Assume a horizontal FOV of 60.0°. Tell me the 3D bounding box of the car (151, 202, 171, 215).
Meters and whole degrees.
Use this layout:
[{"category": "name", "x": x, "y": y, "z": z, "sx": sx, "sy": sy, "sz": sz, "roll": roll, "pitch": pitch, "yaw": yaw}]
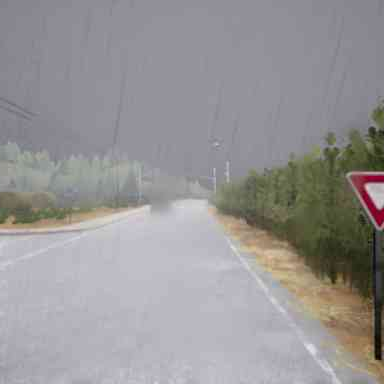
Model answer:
[{"category": "car", "x": -3.518, "y": 1.885, "z": 38.390, "sx": 1.994, "sy": 1.385, "sz": 4.181, "roll": 0, "pitch": 0, "yaw": 0}]
